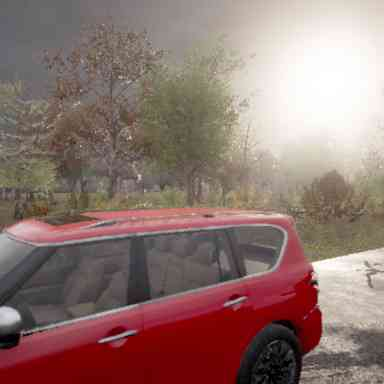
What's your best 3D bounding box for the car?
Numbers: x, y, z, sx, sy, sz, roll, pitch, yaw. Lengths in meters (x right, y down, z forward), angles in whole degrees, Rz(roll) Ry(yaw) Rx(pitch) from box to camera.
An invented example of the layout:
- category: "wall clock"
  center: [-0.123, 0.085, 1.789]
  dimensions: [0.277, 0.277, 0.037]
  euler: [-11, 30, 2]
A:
- category: "car"
  center: [-1.034, 1.223, 3.254]
  dimensions: [5.566, 2.045, 2.150]
  euler: [0, 0, -35]
